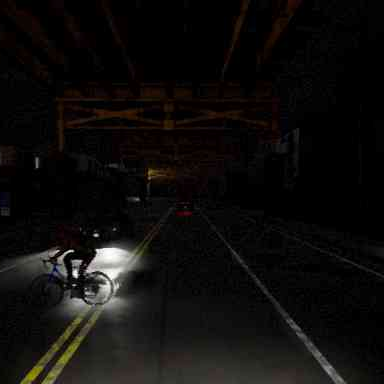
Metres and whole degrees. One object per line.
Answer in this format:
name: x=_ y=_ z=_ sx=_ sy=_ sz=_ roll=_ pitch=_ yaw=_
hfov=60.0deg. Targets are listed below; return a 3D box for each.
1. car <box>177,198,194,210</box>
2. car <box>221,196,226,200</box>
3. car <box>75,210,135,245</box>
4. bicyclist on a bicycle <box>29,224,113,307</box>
car: x=-0.825 y=1.504 z=41.902 sx=1.837 sy=1.490 sz=4.892 roll=0 pitch=0 yaw=-1
car: x=10.221 y=1.453 z=90.080 sx=4.974 sy=1.542 sz=2.038 roll=0 pitch=0 yaw=29
car: x=-3.900 y=1.564 z=15.441 sx=1.994 sy=1.385 sz=4.181 roll=0 pitch=0 yaw=-1
bicyclist on a bicycle: x=-2.380 y=1.455 z=6.509 sx=1.656 sy=1.620 sz=0.582 roll=-2 pitch=0 yaw=-1
